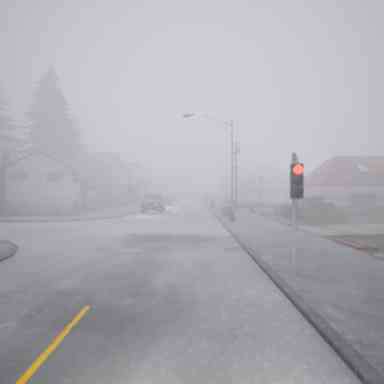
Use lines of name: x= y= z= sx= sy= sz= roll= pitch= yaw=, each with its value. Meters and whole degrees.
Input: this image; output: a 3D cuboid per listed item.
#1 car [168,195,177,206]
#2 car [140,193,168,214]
car: x=-4.020 y=1.411 z=52.153 sx=2.128 sy=1.511 sz=4.902 roll=0 pitch=0 yaw=0
car: x=-4.059 y=1.167 z=35.152 sx=2.150 sy=2.045 sz=5.566 roll=0 pitch=0 yaw=0
